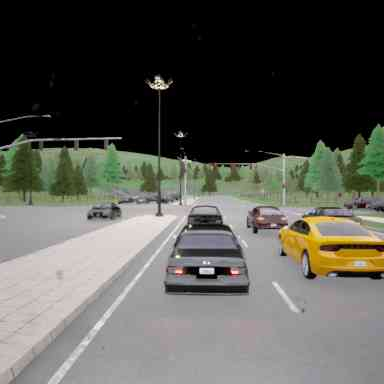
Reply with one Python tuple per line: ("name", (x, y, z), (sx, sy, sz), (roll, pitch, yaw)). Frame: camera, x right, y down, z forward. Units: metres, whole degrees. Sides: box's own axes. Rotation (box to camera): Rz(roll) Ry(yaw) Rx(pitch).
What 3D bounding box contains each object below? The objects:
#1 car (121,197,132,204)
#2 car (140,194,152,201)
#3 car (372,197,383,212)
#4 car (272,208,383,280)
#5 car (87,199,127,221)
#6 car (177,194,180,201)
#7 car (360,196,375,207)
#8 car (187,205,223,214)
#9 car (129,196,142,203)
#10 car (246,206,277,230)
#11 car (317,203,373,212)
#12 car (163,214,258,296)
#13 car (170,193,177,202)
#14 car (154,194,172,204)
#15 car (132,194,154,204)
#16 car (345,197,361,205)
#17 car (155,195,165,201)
("car", (-12.542, 1.564, 63.485), (1.994, 1.385, 4.181), (0, 0, 3))
("car", (-11.648, 1.355, 84.689), (2.097, 1.767, 4.553), (0, 0, 2))
("car", (22.422, 1.547, 34.884), (5.357, 1.411, 2.033), (0, 0, 3))
("car", (3.941, 1.478, 10.035), (1.882, 1.535, 5.008), (0, 0, 3))
("car", (-7.055, 1.564, 27.188), (1.994, 1.385, 4.181), (0, 0, 2))
("car", (-4.660, 1.225, 84.249), (2.150, 2.045, 5.566), (0, 0, 2))
("car", (22.687, 1.491, 38.376), (4.902, 1.511, 2.128), (0, 0, 3))
("car", (0.741, 1.478, 18.649), (1.882, 1.535, 5.008), (0, 0, 3))
("car", (-12.154, 1.524, 72.105), (1.812, 1.442, 4.674), (0, 0, 2))
("car", (4.276, 1.526, 19.253), (1.812, 1.442, 4.674), (0, 0, 3))
("car", (7.761, 1.547, 18.867), (2.033, 1.411, 5.357), (0, 0, 3))
("car", (0.386, 1.547, 8.830), (2.033, 1.411, 5.357), (0, 0, 2))
("car", (-5.137, 1.355, 72.383), (2.097, 1.767, 4.553), (0, 0, 2))
("car", (-5.544, 1.600, 63.449), (1.895, 1.301, 4.718), (0, 0, 3))
("car", (-9.104, 1.491, 62.341), (2.128, 1.511, 4.902), (0, 0, 3))
("car", (21.602, 1.352, 41.938), (4.553, 1.767, 2.097), (0, 0, 3))
("car", (-8.125, 1.552, 85.192), (1.994, 1.385, 4.181), (0, 0, 2))
